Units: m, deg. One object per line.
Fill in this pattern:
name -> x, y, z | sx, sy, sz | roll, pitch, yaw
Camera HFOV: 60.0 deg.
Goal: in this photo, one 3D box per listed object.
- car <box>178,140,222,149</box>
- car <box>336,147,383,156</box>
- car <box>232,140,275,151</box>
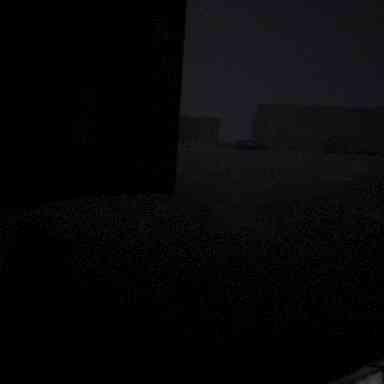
car -> 0.839, -4.629, 34.886 | 4.674, 1.452, 2.002 | 3, -1, 3
car -> 17.225, -3.821, 33.900 | 4.892, 1.521, 2.231 | 3, -1, 3
car -> 6.324, -4.512, 34.559 | 4.553, 1.767, 2.185 | 3, -1, 3
